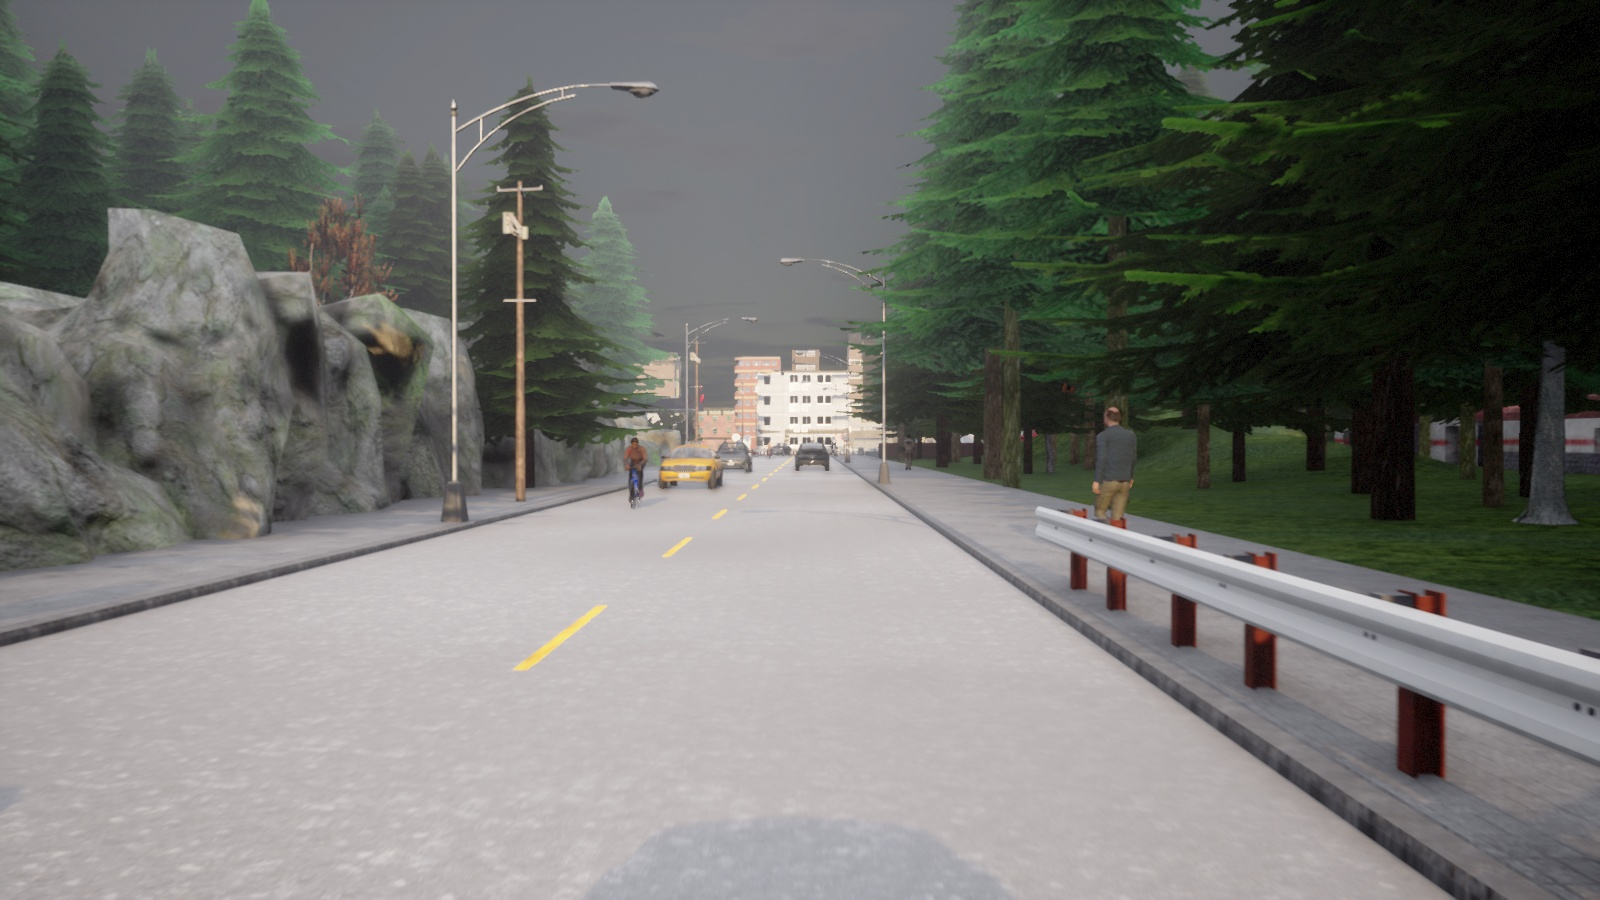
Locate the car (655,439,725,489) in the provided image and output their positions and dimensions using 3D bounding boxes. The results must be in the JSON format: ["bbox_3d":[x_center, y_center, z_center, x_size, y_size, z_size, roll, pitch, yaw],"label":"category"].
[{"bbox_3d":[-3.595,0.451,41.987,1.801,1.575,5.366,0,0,1],"label":"car"}]

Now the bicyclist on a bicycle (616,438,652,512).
[{"bbox_3d":[-3.731,0.537,28.349,0.582,1.620,1.656,0,1,1],"label":"bicyclist on a bicycle"}]

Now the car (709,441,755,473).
[{"bbox_3d":[-3.384,0.333,63.362,2.007,1.525,4.514,0,0,1],"label":"car"}]

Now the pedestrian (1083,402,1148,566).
[{"bbox_3d":[3.617,0.378,14.436,0.402,1.842,0.726,0,0,-17],"label":"pedestrian"}]

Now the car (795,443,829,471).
[{"bbox_3d":[0.675,0.361,69.298,1.837,1.490,4.892,0,0,1],"label":"car"}]

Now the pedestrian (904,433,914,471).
[{"bbox_3d":[5.484,0.105,63.158,0.396,1.930,0.692,0,0,15],"label":"pedestrian"}]
